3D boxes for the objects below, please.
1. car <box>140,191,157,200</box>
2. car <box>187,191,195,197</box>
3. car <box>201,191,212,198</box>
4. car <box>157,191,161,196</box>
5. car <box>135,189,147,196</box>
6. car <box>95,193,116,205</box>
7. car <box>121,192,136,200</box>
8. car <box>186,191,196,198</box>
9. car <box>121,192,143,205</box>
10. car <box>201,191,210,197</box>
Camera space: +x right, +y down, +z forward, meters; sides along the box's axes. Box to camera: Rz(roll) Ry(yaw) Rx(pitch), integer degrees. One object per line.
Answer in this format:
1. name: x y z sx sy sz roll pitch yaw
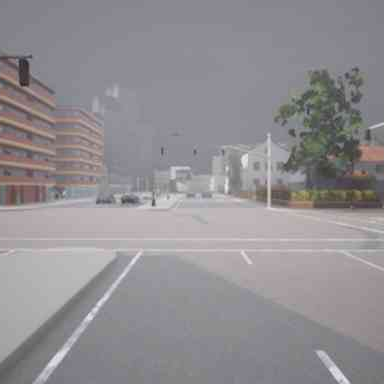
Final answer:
1. car: -8.190 0.735 61.270 1.812 1.442 4.674 0 1 0
2. car: -0.206 0.439 81.794 1.812 1.442 4.674 0 1 0
3. car: 3.320 0.619 71.387 2.033 1.411 5.357 0 1 0
4. car: -8.193 0.368 76.419 1.882 1.535 5.008 0 1 0
5. car: -11.693 0.150 76.732 2.128 1.511 4.902 0 1 0
6. car: -11.695 0.919 45.243 1.837 1.490 4.892 0 1 0
7. car: -11.689 0.732 61.495 1.812 1.442 4.674 0 1 0
8. car: -0.181 0.598 71.795 1.812 1.442 4.674 0 1 0
9. car: -8.198 1.026 44.461 1.895 1.301 4.718 0 1 0
10. car: 3.294 0.441 81.803 2.128 1.511 4.902 0 1 0
